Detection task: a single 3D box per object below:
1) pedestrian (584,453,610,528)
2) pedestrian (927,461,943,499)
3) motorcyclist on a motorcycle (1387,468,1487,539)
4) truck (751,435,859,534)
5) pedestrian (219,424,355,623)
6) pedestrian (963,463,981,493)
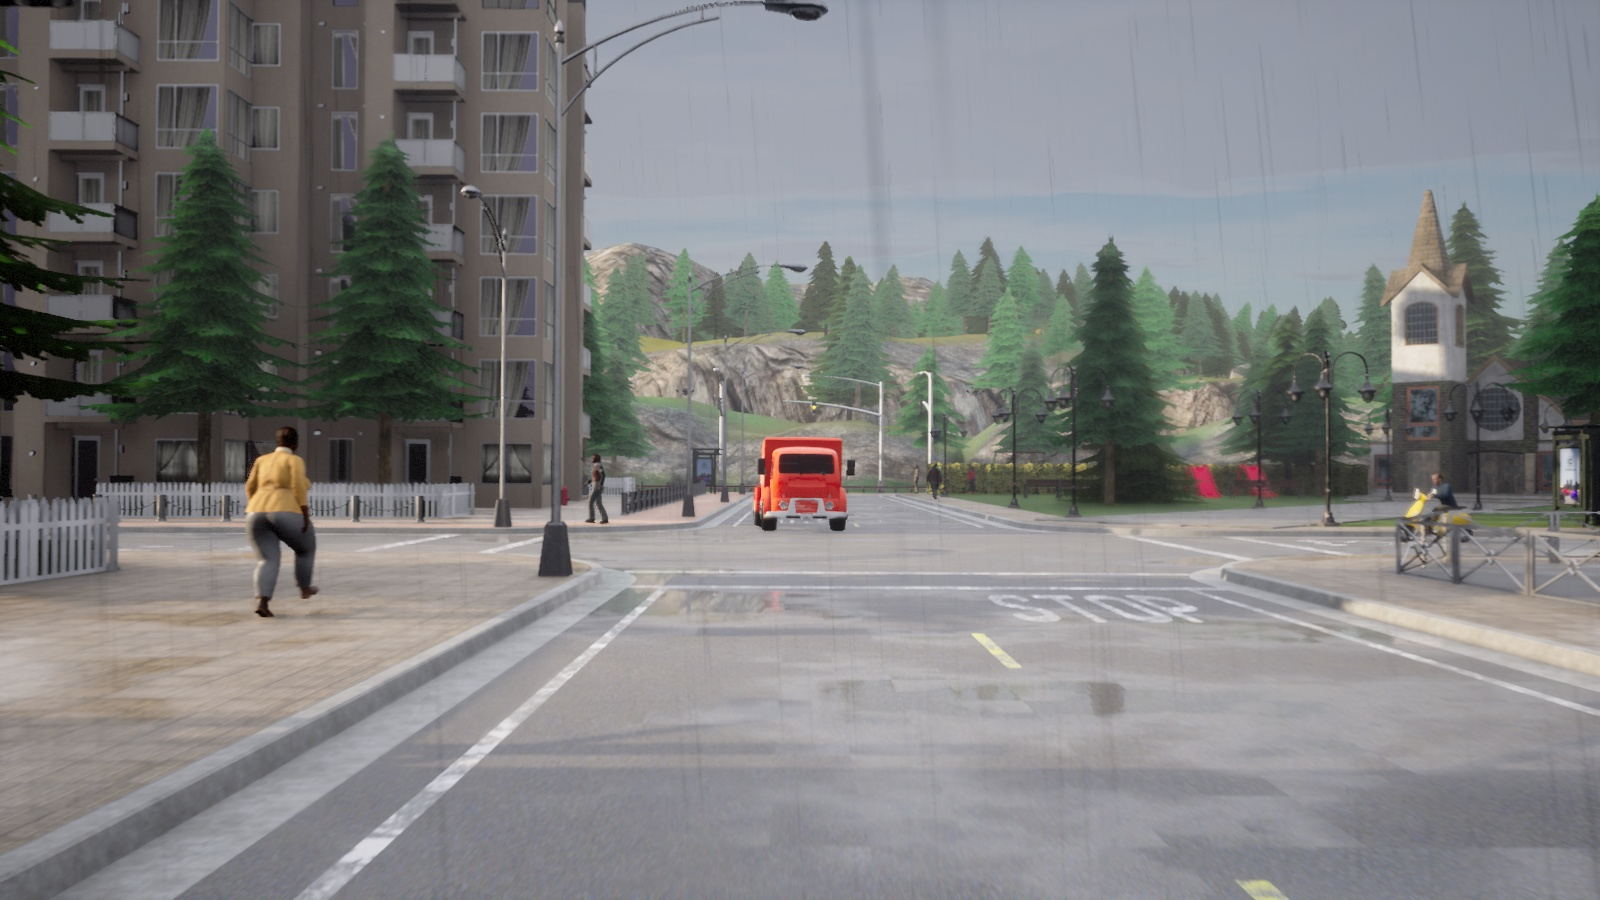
[{"bbox_3d":[-5.278,1.043,32.635,0.666,1.930,0.402,0,-1,-11],"label":"pedestrian"},{"bbox_3d":[6.765,1.502,62.969,0.634,1.844,0.899,0,-1,-4],"label":"pedestrian"},{"bbox_3d":[14.450,1.203,28.533,1.817,1.590,0.866,0,-1,-1],"label":"motorcyclist on a motorcycle"},{"bbox_3d":[0.034,0.898,34.132,2.627,2.467,5.204,0,-1,-3],"label":"truck"},{"bbox_3d":[-4.977,0.695,12.228,0.874,1.855,0.900,0,-1,10],"label":"pedestrian"},{"bbox_3d":[10.662,1.738,77.981,0.899,1.844,0.634,-1,-1,33],"label":"pedestrian"}]
